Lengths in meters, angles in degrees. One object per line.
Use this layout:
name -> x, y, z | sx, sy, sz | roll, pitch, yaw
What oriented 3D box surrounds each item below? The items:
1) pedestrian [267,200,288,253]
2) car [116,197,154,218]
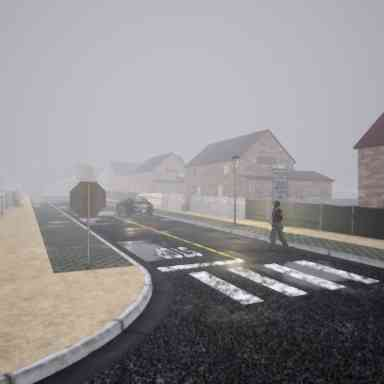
pedestrian -> 2.947, 1.172, 11.510 | 0.375, 1.860, 0.375 | 2, -1, -27
car -> -4.490, 1.102, 25.647 | 2.128, 1.511, 4.902 | 0, 1, -27
